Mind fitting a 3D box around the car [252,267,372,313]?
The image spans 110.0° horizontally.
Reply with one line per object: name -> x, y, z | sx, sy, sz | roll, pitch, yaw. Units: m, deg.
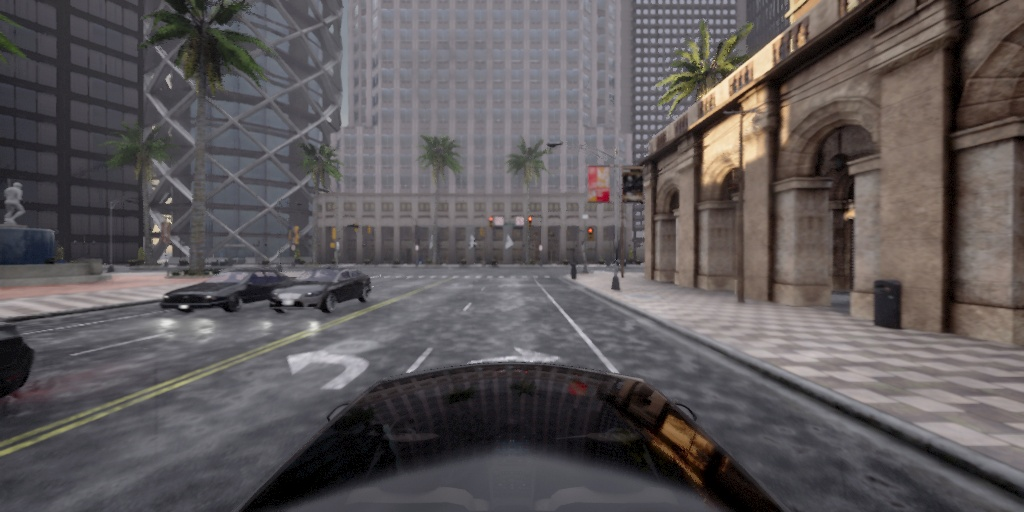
car -> -7.050, 1.192, 13.766 | 2.128, 1.511, 4.902 | 0, 0, 0

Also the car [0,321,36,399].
car -> -7.097, 1.247, 2.508 | 1.837, 1.490, 4.892 | 0, 0, 0

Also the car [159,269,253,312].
car -> -10.551, 1.243, 14.202 | 2.033, 1.411, 5.357 | 0, 0, 0
